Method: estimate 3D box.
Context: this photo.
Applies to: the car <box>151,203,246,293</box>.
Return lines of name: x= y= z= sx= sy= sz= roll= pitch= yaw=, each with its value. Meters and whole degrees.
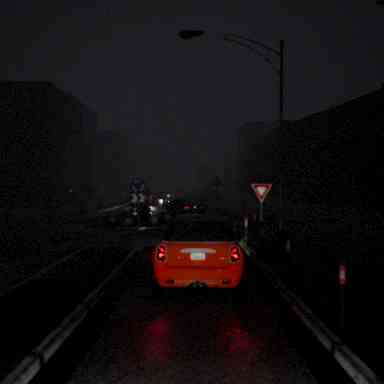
car: x=0.220 y=1.373 z=9.186 sx=2.097 sy=1.767 sz=4.553 roll=0 pitch=0 yaw=2

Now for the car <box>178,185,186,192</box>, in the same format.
car: x=-2.444 y=-0.935 z=83.318 sx=1.882 sy=1.535 sz=5.008 roll=0 pitch=2 yaw=0

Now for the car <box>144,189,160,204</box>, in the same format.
car: x=-5.432 y=0.627 z=39.583 sx=2.097 sy=1.767 sz=4.553 roll=0 pitch=2 yaw=1

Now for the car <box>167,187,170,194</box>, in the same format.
car: x=-5.392 y=-0.364 z=67.277 sx=1.812 sy=1.442 sz=4.674 roll=0 pitch=2 yaw=0

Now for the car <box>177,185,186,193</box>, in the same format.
car: x=-2.411 y=-0.588 z=73.239 sx=1.837 sy=1.490 sz=4.892 roll=0 pitch=2 yaw=0

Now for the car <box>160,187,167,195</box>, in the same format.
car: x=-5.429 y=0.314 z=52.054 sx=1.812 sy=1.442 sz=4.674 roll=0 pitch=2 yaw=0

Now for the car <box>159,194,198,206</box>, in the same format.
car: x=-0.743 y=1.174 z=27.701 sx=2.033 sy=1.411 sz=5.357 roll=-1 pitch=2 yaw=-23
